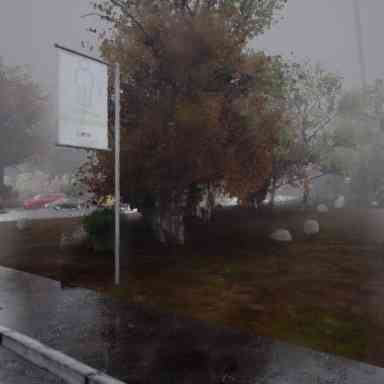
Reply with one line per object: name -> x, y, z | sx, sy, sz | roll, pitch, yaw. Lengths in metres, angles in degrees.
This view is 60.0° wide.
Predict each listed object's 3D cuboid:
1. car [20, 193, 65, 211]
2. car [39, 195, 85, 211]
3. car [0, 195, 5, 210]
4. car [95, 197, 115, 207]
car -> -18.621, 1.211, 42.159 | 2.150, 2.045, 5.566 | 0, 0, 38
car -> -15.435, 1.480, 40.550 | 2.128, 1.511, 4.902 | 0, 0, 38
car -> -21.618, 1.221, 32.802 | 2.150, 2.045, 5.566 | 0, 0, 39
car -> -12.321, 1.434, 50.203 | 1.882, 1.535, 5.008 | 0, 0, 38
